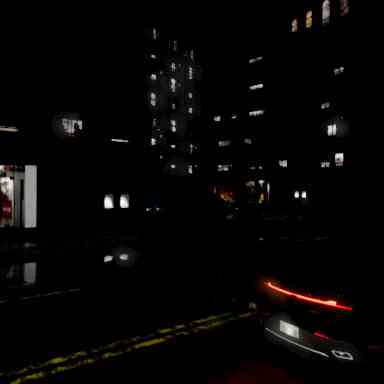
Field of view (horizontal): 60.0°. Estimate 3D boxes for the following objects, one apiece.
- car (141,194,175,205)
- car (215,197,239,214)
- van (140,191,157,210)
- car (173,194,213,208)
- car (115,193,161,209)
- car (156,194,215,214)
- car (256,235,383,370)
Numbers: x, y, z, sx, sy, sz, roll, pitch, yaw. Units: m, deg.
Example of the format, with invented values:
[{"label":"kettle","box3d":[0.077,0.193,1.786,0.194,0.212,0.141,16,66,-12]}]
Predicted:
[{"label":"car","box3d":[-4.360,0.955,42.548,4.206,1.307,1.802,1,0,37]},{"label":"car","box3d":[2.051,1.138,30.451,4.674,1.442,1.812,1,1,37]},{"label":"van","box3d":[-5.010,0.812,32.551,3.998,1.788,1.690,1,0,37]},{"label":"car","box3d":[0.053,1.034,39.223,4.403,1.369,2.008,1,0,37]},{"label":"car","box3d":[-5.939,0.904,36.473,4.902,1.511,2.128,1,1,37]},{"label":"car","box3d":[-0.603,1.133,29.225,4.403,1.369,2.008,1,0,37]},{"label":"car","box3d":[3.237,1.505,5.620,4.892,1.490,1.837,0,0,-35]}]
